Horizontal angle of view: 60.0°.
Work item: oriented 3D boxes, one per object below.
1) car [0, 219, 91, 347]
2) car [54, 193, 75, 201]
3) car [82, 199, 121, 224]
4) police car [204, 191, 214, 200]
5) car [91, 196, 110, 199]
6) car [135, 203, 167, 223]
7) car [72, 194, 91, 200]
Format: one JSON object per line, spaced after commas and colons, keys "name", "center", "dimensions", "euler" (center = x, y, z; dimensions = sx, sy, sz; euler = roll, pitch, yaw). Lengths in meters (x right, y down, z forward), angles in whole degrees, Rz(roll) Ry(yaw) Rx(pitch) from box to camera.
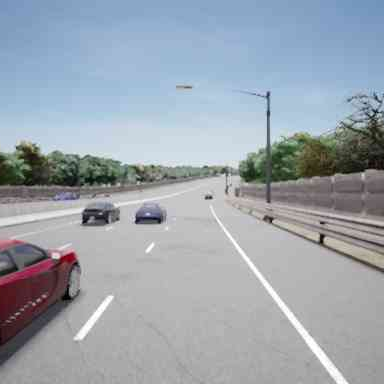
{"name": "car", "center": [-3.370, 1.461, 5.287], "dimensions": [1.882, 1.535, 5.008], "euler": [0, 0, 0]}
{"name": "car", "center": [-22.913, 1.127, 60.448], "dimensions": [2.150, 2.045, 5.566], "euler": [0, 0, 3]}
{"name": "car", "center": [-6.602, 1.477, 24.556], "dimensions": [1.837, 1.490, 4.892], "euler": [0, 0, 1]}
{"name": "police car", "center": [4.196, 1.187, 84.409], "dimensions": [1.930, 1.638, 5.238], "euler": [0, 1, 4]}
{"name": "car", "center": [-15.925, 1.469, 60.136], "dimensions": [2.033, 1.411, 5.357], "euler": [0, 0, 4]}
{"name": "car", "center": [-3.079, 1.542, 25.481], "dimensions": [1.994, 1.385, 4.181], "euler": [0, 0, 1]}
{"name": "car", "center": [-19.425, 1.439, 60.323], "dimensions": [1.812, 1.442, 4.674], "euler": [0, 0, 4]}
